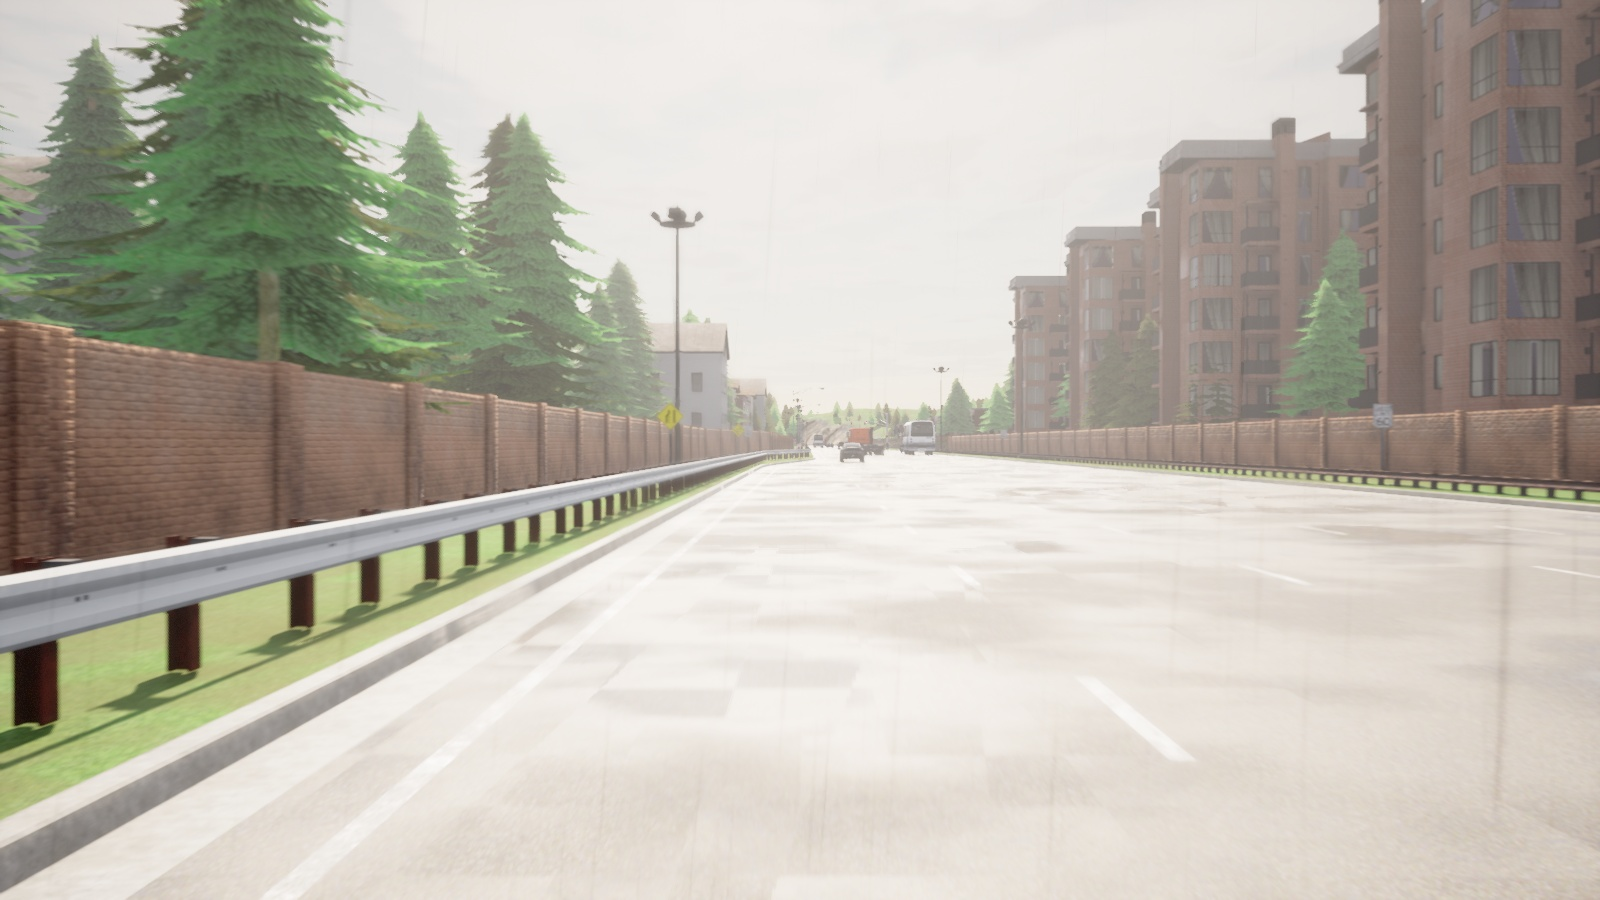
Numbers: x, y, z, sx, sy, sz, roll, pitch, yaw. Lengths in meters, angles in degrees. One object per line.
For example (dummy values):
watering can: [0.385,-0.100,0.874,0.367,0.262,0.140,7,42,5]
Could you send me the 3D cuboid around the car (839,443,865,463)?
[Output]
car: [4.073,0.206,98.362,1.837,1.490,4.892,0,0,0]
